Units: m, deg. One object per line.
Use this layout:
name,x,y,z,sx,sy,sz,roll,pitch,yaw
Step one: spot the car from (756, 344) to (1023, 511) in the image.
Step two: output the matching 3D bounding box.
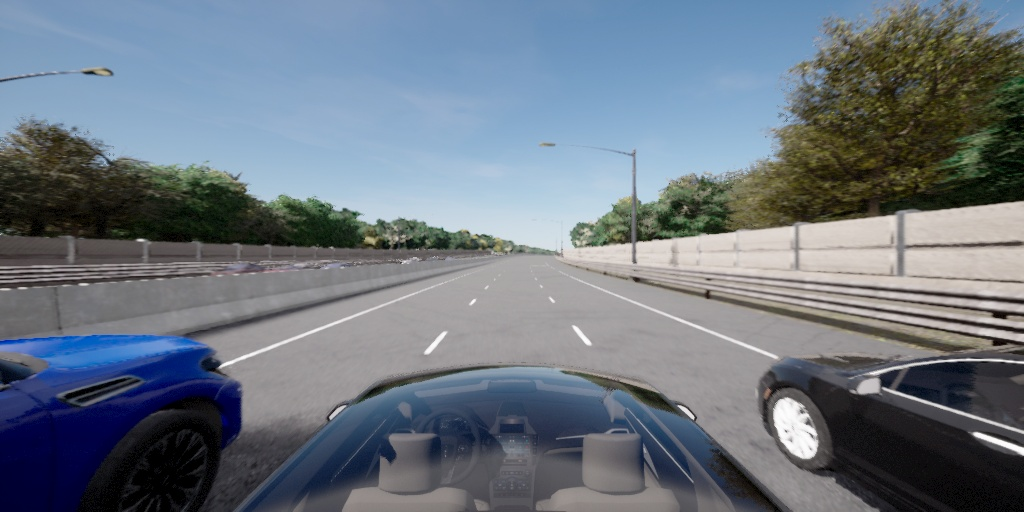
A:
car,3.608,1.263,1.967,1.837,1.490,4.892,0,0,0

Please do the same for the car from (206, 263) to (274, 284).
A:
car,-20.827,1.271,27.686,1.994,1.385,4.181,0,0,1

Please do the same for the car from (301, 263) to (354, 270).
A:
car,-13.831,1.267,28.350,2.033,1.411,5.357,0,0,1

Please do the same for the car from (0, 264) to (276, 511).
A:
car,-3.392,0.961,0.701,2.150,2.045,5.566,0,0,0

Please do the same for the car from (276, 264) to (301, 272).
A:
car,-17.316,1.313,28.759,1.895,1.301,4.718,0,0,1
